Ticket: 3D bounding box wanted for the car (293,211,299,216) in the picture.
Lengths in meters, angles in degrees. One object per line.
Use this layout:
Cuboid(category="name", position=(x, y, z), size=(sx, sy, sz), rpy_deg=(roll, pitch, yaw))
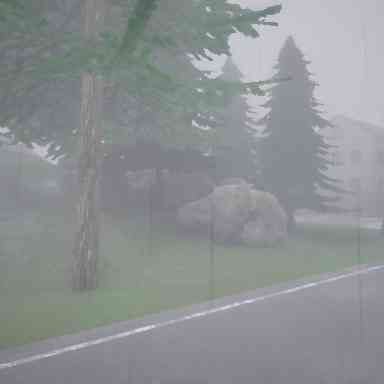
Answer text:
Cuboid(category="car", position=(6.943, 1.532, 29.988), size=(2.033, 1.411, 5.357), rpy_deg=(0, 0, -35))
